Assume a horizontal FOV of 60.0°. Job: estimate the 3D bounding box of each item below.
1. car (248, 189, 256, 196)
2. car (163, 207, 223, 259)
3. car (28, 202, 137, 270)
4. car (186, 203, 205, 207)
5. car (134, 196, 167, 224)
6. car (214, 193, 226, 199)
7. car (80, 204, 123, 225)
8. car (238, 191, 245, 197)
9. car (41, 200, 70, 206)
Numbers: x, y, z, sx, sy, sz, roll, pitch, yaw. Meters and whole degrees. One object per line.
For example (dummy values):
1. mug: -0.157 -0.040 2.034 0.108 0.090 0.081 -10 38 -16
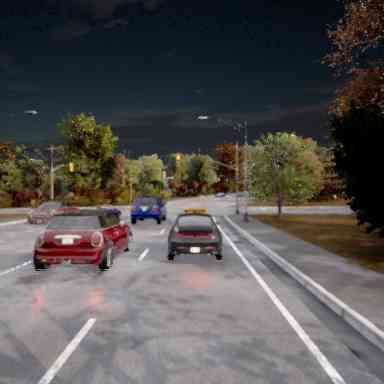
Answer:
1. car: 16.993 0.435 90.400 1.882 1.535 5.008 0 3 33
2. car: 0.103 1.536 12.721 1.837 1.490 4.892 0 0 0
3. car: -3.399 1.376 11.229 2.097 1.767 4.553 0 0 0
4. car: 0.284 1.576 26.198 1.882 1.535 5.008 0 0 2
5. car: -3.244 1.316 25.706 2.150 2.045 5.566 0 0 1
6. car: 7.337 0.920 87.514 1.812 1.442 4.674 0 3 26
7. car: -6.899 1.697 25.853 1.895 1.301 4.718 0 0 2
8. car: 13.888 0.527 92.021 1.994 1.385 4.181 0 3 33
9. car: -10.419 1.443 25.112 2.097 1.767 4.553 0 0 2
